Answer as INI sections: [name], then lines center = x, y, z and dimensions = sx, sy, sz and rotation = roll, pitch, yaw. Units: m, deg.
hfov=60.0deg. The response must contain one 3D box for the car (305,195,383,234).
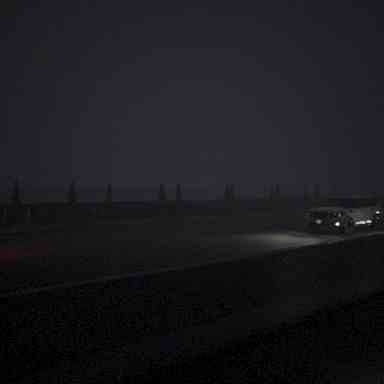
[car]
center = 8.955, 1.215, 19.369
dimensions = 5.566, 2.045, 2.150
rotation = 0, 0, -37
